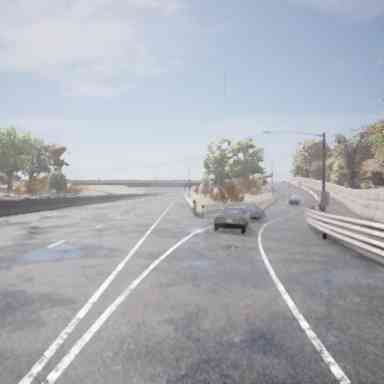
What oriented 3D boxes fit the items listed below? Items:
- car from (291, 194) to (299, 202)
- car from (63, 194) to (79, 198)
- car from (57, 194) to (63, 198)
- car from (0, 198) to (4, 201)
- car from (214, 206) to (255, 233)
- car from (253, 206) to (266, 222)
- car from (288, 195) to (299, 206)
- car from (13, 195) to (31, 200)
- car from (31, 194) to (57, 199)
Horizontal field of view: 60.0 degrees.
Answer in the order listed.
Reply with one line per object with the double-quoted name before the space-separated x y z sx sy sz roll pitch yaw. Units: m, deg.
"car" 23.876 1.330 77.274 1.812 1.442 4.674 0 4 17
"car" -26.906 1.297 75.197 1.837 1.490 4.892 0 0 -2
"car" -30.396 1.292 74.819 1.837 1.490 4.892 0 0 -2
"car" -25.982 1.420 43.059 2.033 1.411 5.357 0 0 -1
"car" 2.641 1.712 21.039 1.994 1.385 4.181 1 -2 14
"car" 5.688 1.995 30.961 1.994 1.385 4.181 0 -1 21
"car" 20.670 1.870 67.693 1.882 1.535 5.008 0 3 19
"car" -29.915 1.367 58.919 2.128 1.511 4.902 0 0 -2
"car" -26.435 1.380 59.561 1.837 1.490 4.892 0 0 -1
